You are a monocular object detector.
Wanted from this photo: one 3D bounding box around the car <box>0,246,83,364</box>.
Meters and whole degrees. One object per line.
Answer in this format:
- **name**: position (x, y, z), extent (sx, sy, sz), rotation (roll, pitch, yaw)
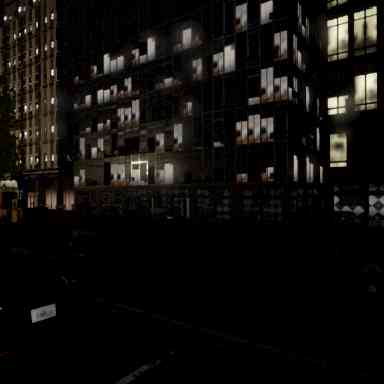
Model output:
- **car**: position (-3.566, 1.566, 5.414), extent (4.313, 1.339, 1.947), rotation (0, 0, 35)
